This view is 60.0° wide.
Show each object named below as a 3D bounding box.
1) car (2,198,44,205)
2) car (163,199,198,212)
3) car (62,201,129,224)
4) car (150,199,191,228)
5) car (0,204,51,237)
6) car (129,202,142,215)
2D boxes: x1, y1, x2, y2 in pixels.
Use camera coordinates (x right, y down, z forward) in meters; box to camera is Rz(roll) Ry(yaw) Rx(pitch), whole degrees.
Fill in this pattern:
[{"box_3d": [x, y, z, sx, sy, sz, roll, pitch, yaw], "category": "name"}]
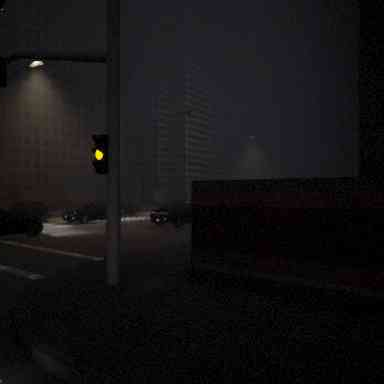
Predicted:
[{"box_3d": [-12.638, 1.347, 23.772, 2.097, 1.767, 4.553, 0, 0, 36], "category": "car"}, {"box_3d": [-1.301, 1.559, 39.451, 1.994, 1.385, 4.181, 0, 0, 36], "category": "car"}, {"box_3d": [-7.377, 1.501, 25.101, 1.837, 1.490, 4.892, 0, 0, 36], "category": "car"}, {"box_3d": [-0.658, 1.489, 22.096, 2.128, 1.511, 4.902, 0, 0, 36], "category": "car"}, {"box_3d": [-9.490, 1.522, 15.759, 1.812, 1.442, 4.674, 0, 0, 35], "category": "car"}, {"box_3d": [-7.099, 1.543, 31.458, 2.033, 1.411, 5.357, 0, 0, 36], "category": "car"}]
